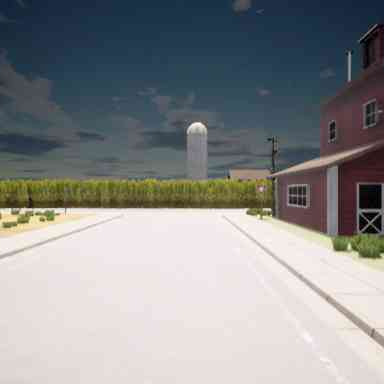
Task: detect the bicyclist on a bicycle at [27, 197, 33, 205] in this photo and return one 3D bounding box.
[{"bbox_3d":[-21.533,1.450,44.350,0.582,1.620,1.656,0,1,1],"label":"bicyclist on a bicycle"}]
